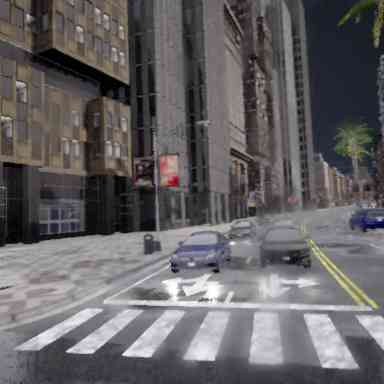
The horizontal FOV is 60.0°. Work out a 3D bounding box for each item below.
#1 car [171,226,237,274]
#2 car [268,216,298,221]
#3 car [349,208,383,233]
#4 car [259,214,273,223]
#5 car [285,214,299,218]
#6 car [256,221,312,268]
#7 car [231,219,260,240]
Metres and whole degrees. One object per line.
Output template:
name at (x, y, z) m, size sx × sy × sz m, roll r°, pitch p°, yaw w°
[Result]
car at (0.554, 2.416, 14.059) m, size 1.812 × 1.442 × 4.674 m, roll -3°, pitch -4°, yaw 14°
car at (7.169, 2.891, 25.924) m, size 1.812 × 1.442 × 4.674 m, roll -3°, pitch -4°, yaw 16°
car at (15.645, 2.484, 29.414) m, size 2.150 × 2.045 × 5.566 m, roll -3°, pitch -4°, yaw 11°
car at (10.772, 3.905, 47.597) m, size 2.097 × 1.767 × 4.553 m, roll -4°, pitch -4°, yaw 19°
car at (13.745, 3.841, 46.255) m, size 2.128 × 1.511 × 4.902 m, roll -4°, pitch -4°, yaw 19°
car at (4.004, 2.254, 14.450) m, size 1.882 × 1.535 × 5.008 m, roll -3°, pitch -4°, yaw 14°
car at (4.275, 3.111, 27.596) m, size 1.812 × 1.442 × 4.674 m, roll -3°, pitch -4°, yaw 16°
